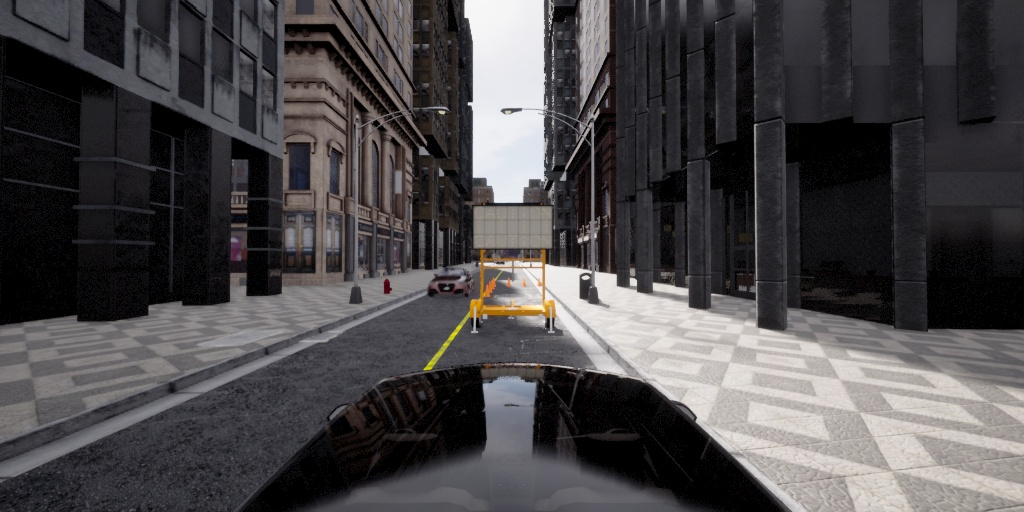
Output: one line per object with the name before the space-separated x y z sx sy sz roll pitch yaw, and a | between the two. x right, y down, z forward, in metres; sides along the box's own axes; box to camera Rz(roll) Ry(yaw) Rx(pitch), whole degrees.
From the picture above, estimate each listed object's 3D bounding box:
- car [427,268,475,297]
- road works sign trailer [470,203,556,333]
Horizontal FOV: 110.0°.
car | -3.050 1.320 18.692 1.994 1.385 4.181 0 0 0
road works sign trailer | 0.027 0.217 10.723 2.380 3.560 2.880 0 0 0
